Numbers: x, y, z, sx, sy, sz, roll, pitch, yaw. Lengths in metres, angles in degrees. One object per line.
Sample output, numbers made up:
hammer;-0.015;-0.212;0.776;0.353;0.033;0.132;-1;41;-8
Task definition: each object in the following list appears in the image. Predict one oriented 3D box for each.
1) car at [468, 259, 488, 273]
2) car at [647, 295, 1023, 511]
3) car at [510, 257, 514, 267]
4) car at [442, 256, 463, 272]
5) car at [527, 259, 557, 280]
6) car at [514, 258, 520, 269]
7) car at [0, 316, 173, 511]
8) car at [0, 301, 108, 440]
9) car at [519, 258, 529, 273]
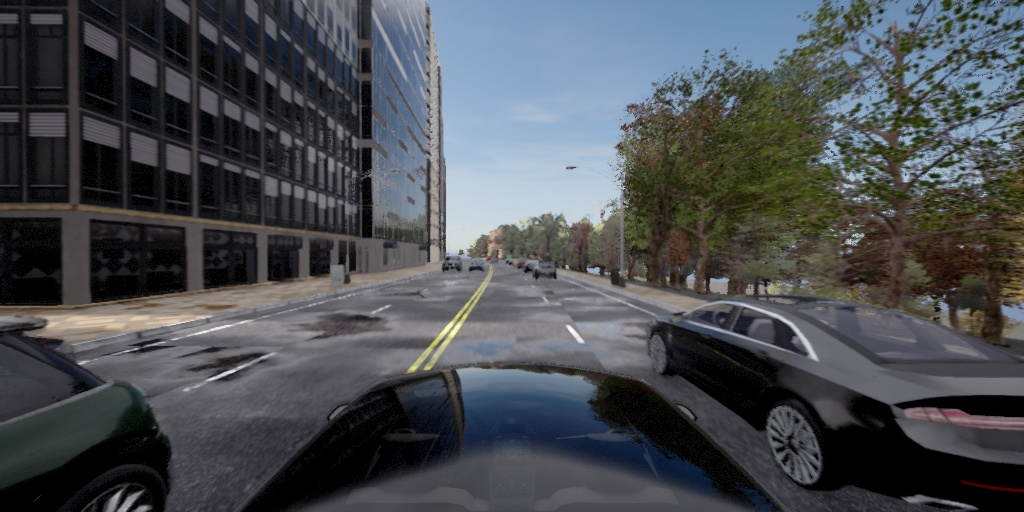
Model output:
car;-4.237;1.349;43.473;1.895;1.301;4.718;0;0;-2
car;3.335;1.235;4.521;2.128;1.511;4.902;0;0;0
car;1.165;1.174;64.951;1.801;1.575;5.366;0;0;-4
car;-7.596;0.973;46.008;2.150;2.045;5.566;0;0;-2
car;2.793;1.231;31.633;2.128;1.511;4.902;0;0;-2
car;1.845;1.080;53.696;2.097;1.767;4.553;0;0;-3
car;-3.360;1.108;0.458;2.097;1.767;4.553;0;0;0
car;-6.609;1.326;2.895;1.994;1.385;4.181;0;0;0
car;2.381;1.238;42.712;2.163;1.488;4.792;0;0;-2
